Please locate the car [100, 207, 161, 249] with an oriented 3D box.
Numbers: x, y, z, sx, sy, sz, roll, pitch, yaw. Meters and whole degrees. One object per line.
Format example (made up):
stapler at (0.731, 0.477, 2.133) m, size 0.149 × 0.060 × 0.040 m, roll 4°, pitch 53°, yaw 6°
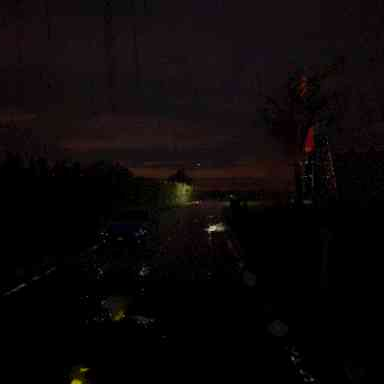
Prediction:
car at (-2.560, 1.455, 14.758) m, size 1.882 × 1.535 × 5.008 m, roll 0°, pitch 0°, yaw 2°
